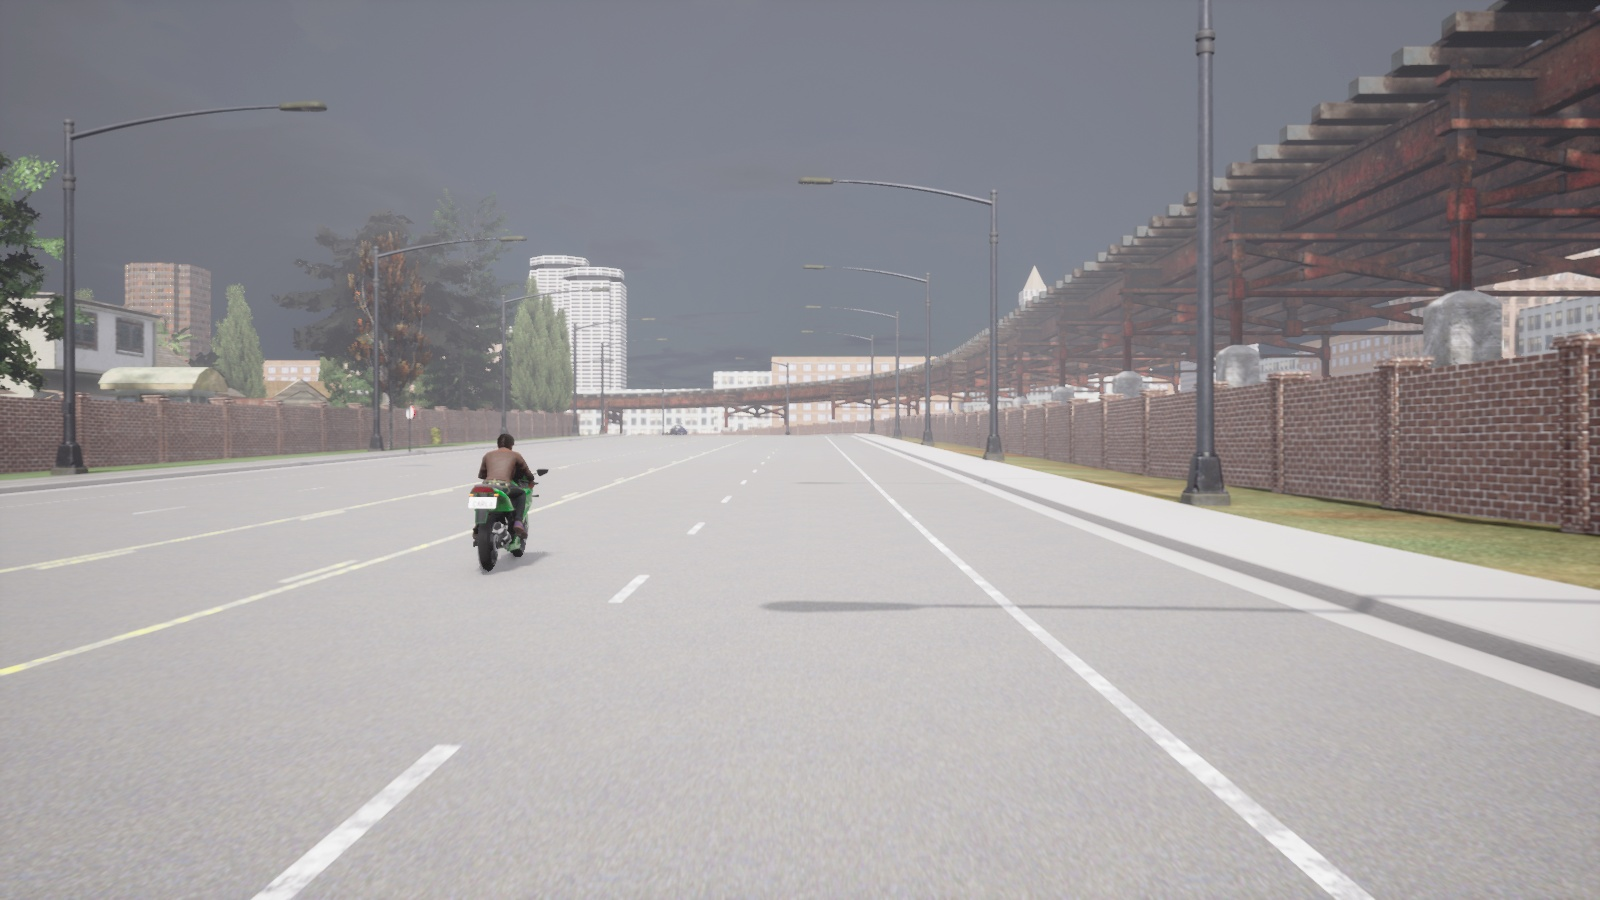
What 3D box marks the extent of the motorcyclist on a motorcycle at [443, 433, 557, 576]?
[{"bbox_3d":[-3.400,0.565,14.421,0.797,1.523,2.044,0,1,0],"label":"motorcyclist on a motorcycle"}]
